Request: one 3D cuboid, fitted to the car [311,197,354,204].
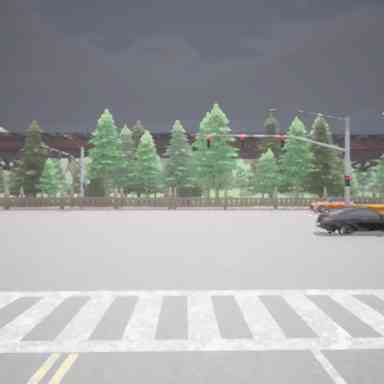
[{"bbox_3d":[14.910,1.339,35.611,4.553,1.767,2.097,0,0,-2],"label":"car"}]

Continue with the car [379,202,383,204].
[{"bbox_3d":[16.875,1.553,28.663,4.181,1.385,1.994,0,0,-2],"label":"car"}]

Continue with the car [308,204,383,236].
[{"bbox_3d":[9.000,1.519,17.722,4.674,1.442,1.812,0,0,-2],"label":"car"}]
